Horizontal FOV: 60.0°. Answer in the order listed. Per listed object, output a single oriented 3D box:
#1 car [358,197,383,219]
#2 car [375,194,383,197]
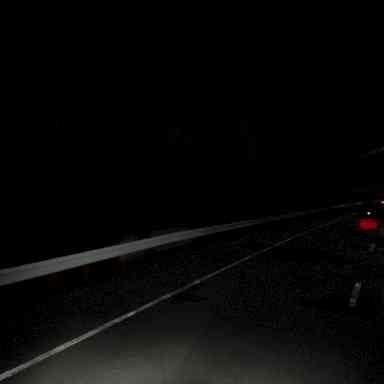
[{"bbox_3d":[16.079,1.505,29.588,1.837,1.490,4.892,0,0,35],"label":"car"},{"bbox_3d":[22.142,1.221,38.118,2.150,2.045,5.566,0,0,36],"label":"car"}]
